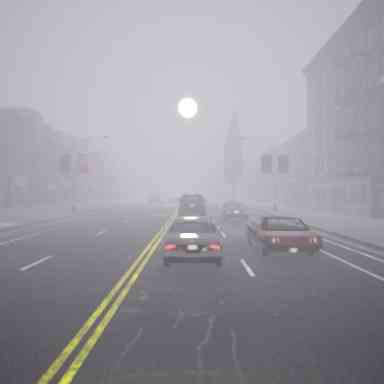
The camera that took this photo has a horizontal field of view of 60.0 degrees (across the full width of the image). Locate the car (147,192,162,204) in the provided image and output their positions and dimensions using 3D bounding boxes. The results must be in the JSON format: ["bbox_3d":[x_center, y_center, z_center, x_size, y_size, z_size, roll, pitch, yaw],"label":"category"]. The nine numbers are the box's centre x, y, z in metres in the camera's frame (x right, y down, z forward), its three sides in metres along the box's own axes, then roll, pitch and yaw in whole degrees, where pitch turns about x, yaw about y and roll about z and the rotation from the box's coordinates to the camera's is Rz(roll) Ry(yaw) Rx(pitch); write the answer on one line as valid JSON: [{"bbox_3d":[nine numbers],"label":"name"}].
[{"bbox_3d":[-6.548,1.047,58.715,2.150,2.045,5.566,0,0,1],"label":"car"}]

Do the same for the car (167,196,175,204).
[{"bbox_3d":[-3.300,1.427,58.792,1.895,1.301,4.718,0,0,1],"label":"car"}]

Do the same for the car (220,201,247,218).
[{"bbox_3d":[3.279,1.452,26.396,2.033,1.411,5.357,0,0,0],"label":"car"}]

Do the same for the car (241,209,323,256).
[{"bbox_3d":[3.290,1.570,12.918,1.895,1.301,4.718,0,0,0],"label":"car"}]

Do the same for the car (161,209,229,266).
[{"bbox_3d":[0.028,1.522,11.403,2.033,1.411,5.357,0,0,0],"label":"car"}]

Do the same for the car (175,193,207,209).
[{"bbox_3d":[0.037,1.121,27.458,2.150,2.045,5.566,0,1,1],"label":"car"}]
